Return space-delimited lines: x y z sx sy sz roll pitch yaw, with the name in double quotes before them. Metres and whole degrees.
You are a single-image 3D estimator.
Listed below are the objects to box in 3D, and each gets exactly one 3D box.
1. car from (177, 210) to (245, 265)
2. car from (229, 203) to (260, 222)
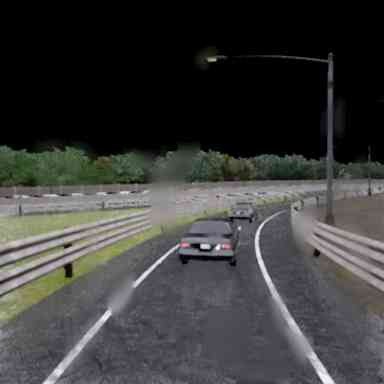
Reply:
"car" 0.771 1.626 12.127 2.033 1.411 5.357 0 0 9
"car" 4.156 1.551 26.361 2.033 1.411 5.357 1 1 19
